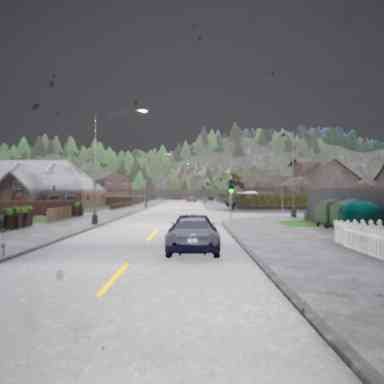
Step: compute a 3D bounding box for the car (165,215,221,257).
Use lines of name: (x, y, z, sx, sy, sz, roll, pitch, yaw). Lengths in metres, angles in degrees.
car: (0.042, 1.572, 12.989, 1.994, 1.385, 4.181, 0, 0, 1)

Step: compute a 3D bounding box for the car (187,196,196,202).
car: (-0.022, 1.544, 74.898, 1.994, 1.385, 4.181, 0, 0, 0)
